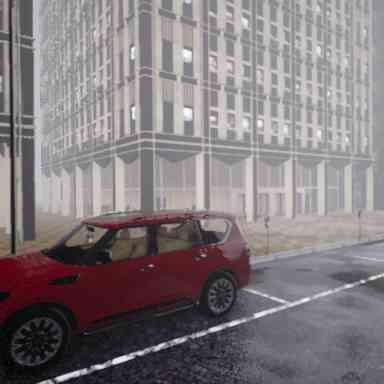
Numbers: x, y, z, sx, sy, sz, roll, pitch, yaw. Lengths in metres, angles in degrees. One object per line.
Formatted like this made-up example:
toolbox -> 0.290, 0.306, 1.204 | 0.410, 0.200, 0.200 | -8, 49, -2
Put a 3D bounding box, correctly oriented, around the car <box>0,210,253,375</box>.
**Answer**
car -> -1.136, 1.296, 5.762 | 5.009, 1.841, 2.192 | -1, 0, -36
